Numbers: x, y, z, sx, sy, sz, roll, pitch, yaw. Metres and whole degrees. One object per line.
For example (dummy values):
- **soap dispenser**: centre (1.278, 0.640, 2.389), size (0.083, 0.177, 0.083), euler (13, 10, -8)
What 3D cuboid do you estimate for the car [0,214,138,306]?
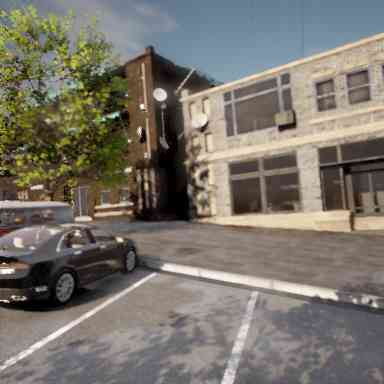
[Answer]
- **car**: centre (-2.992, 1.502, 8.159), size (2.231, 1.521, 4.892), euler (0, -1, 16)

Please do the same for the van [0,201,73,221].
- **van**: centre (-5.464, 1.279, 9.822), size (1.878, 1.987, 4.442), euler (0, -1, 16)
